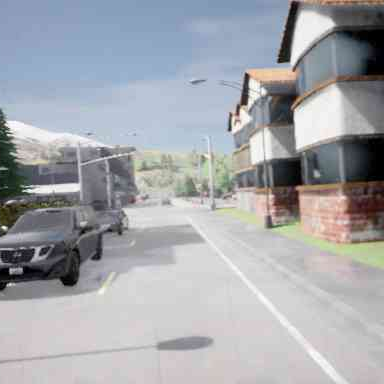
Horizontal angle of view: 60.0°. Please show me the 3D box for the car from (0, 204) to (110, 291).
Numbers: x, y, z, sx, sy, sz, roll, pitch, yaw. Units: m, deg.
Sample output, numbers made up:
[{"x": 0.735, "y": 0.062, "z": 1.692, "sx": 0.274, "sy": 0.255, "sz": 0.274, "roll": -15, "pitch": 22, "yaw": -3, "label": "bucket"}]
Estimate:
[{"x": -4.286, "y": 1.491, "z": 10.443, "sx": 2.150, "sy": 2.045, "sz": 5.566, "roll": -4, "pitch": 0, "yaw": -4, "label": "car"}]

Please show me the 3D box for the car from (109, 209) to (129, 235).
[{"x": -5.078, "y": 1.817, "z": 20.810, "sx": 2.128, "sy": 1.511, "sz": 4.902, "roll": -4, "pitch": 0, "yaw": -4, "label": "car"}]

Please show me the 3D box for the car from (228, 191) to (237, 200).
[{"x": 9.494, "y": 0.701, "z": 64.254, "sx": 3.806, "sy": 1.475, "sz": 1.970, "roll": -4, "pitch": 0, "yaw": -5, "label": "car"}]

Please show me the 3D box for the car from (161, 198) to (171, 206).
[{"x": -4.958, "y": 1.897, "z": 63.779, "sx": 2.033, "sy": 1.411, "sz": 5.357, "roll": -4, "pitch": 0, "yaw": -5, "label": "car"}]

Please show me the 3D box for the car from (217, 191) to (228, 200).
[{"x": 8.650, "y": 0.679, "z": 70.624, "sx": 5.027, "sy": 1.636, "sz": 2.152, "roll": -4, "pitch": 0, "yaw": -5, "label": "car"}]

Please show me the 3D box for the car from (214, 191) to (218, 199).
[{"x": 7.615, "y": 0.674, "z": 83.377, "sx": 3.866, "sy": 1.878, "sz": 1.905, "roll": -4, "pitch": 0, "yaw": -5, "label": "car"}]

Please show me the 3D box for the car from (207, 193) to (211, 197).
[{"x": 6.972, "y": 0.736, "z": 86.240, "sx": 4.605, "sy": 1.855, "sz": 1.932, "roll": -4, "pitch": 0, "yaw": -5, "label": "car"}]
